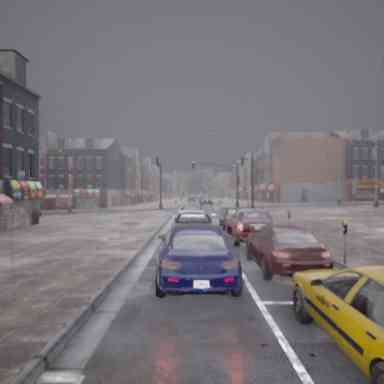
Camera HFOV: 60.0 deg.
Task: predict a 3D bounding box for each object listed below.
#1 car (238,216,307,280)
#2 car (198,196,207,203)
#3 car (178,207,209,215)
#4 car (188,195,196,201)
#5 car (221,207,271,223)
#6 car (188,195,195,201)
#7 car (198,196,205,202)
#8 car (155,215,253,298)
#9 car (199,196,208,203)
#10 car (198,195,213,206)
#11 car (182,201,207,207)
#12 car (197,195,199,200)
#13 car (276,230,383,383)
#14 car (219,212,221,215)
[{"bbox_3d":[2.622,1.587,9.631,1.802,1.307,4.206,0,0,0],"label":"car"},{"bbox_3d":[2.516,1.697,79.516,1.967,1.590,4.097,-1,0,0],"label":"car"},{"bbox_3d":[0.063,1.612,16.062,1.895,1.301,4.718,0,0,0],"label":"car"},{"bbox_3d":[-0.118,1.769,82.959,1.837,1.490,4.892,0,0,0],"label":"car"},{"bbox_3d":[2.613,1.450,15.097,1.967,1.590,4.097,0,0,0],"label":"car"},{"bbox_3d":[-0.133,1.699,93.379,1.812,1.442,4.674,0,0,0],"label":"car"},{"bbox_3d":[2.501,1.849,90.490,1.752,1.417,4.829,-1,0,0],"label":"car"},{"bbox_3d":[0.100,1.529,8.406,1.812,1.442,4.674,0,0,-2],"label":"car"},{"bbox_3d":[2.524,1.667,74.114,1.967,1.590,4.097,-1,0,0],"label":"car"},{"bbox_3d":[2.548,1.584,57.907,1.967,1.590,4.097,-1,0,0],"label":"car"},{"bbox_3d":[-0.010,1.630,26.153,1.895,1.301,4.718,0,0,0],"label":"car"},{"bbox_3d":[2.539,1.485,63.310,2.192,1.841,5.009,-1,0,0],"label":"car"},{"bbox_3d":[2.630,1.527,4.334,1.752,1.417,4.829,0,0,0],"label":"car"},{"bbox_3d":[2.606,1.600,20.564,1.802,1.307,4.206,0,0,0],"label":"car"}]
